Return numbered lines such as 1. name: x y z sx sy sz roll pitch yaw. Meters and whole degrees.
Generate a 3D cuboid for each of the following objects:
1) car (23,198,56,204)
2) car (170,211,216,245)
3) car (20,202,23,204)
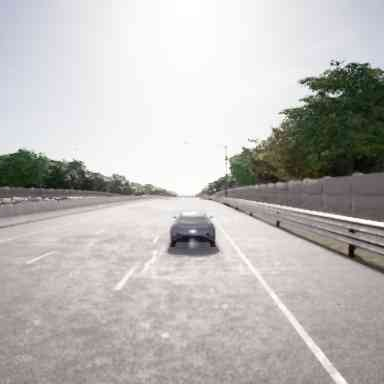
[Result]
1. car: -17.425 1.494 39.324 2.128 1.511 4.902 0 0 1
2. car: 0.043 1.568 15.456 1.994 1.385 4.181 0 0 0
3. car: -20.869 1.525 43.876 1.837 1.490 4.892 0 0 0
